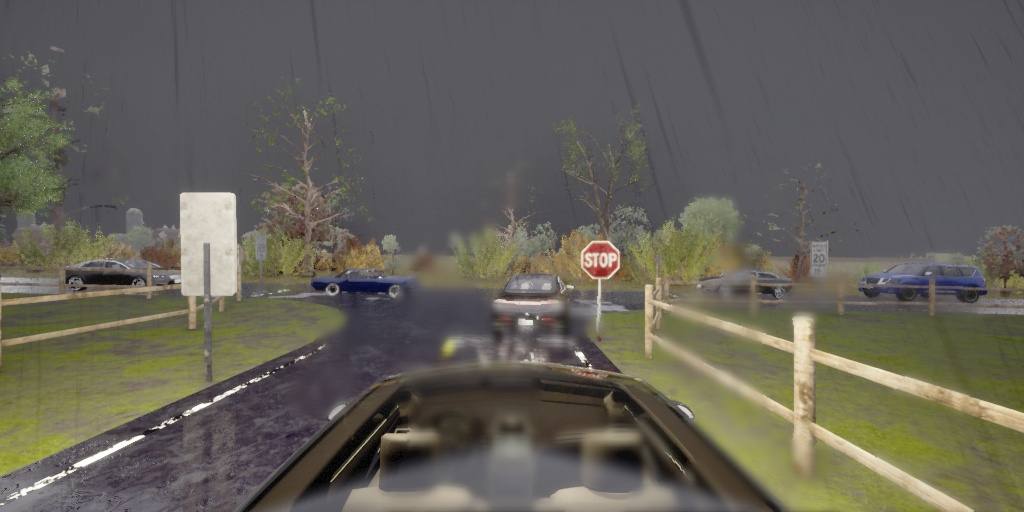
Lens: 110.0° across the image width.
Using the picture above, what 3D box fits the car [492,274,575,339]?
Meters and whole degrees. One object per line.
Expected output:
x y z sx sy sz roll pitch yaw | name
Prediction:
0.711 1.240 10.165 2.128 1.511 4.902 0 0 9 | car

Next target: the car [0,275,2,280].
-27.784 0.718 17.238 4.674 1.442 1.812 1 1 0 | car

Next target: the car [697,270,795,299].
13.015 1.526 20.116 4.902 1.511 2.128 1 1 0 | car

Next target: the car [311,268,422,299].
-6.813 1.249 17.201 4.718 1.301 1.895 1 1 0 | car

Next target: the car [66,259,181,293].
-18.481 0.886 17.225 4.902 1.511 2.128 1 1 0 | car

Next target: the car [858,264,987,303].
22.910 1.467 20.099 5.566 2.045 2.150 1 1 0 | car
